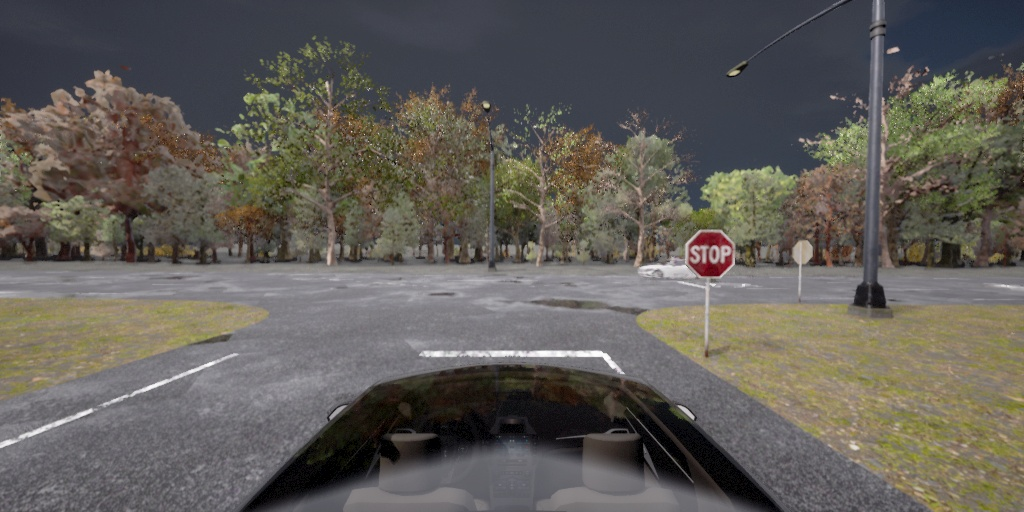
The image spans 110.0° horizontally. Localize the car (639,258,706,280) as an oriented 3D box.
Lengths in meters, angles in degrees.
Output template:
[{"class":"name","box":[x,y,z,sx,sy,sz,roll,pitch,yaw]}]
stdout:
[{"class":"car","box":[10.751,0.850,23.483,4.674,1.442,1.812,0,1,0]}]
